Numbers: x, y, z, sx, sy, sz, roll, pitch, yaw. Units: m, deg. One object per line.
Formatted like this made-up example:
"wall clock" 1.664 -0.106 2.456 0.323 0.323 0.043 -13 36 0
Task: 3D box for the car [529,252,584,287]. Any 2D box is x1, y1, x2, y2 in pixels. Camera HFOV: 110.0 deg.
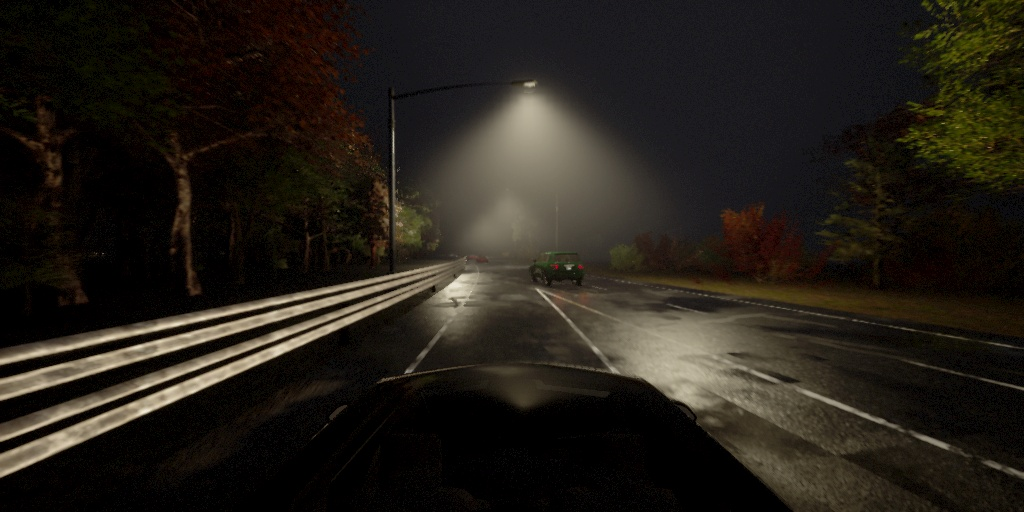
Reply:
"car" 2.661 0.747 22.438 2.150 2.045 5.566 0 1 -11
